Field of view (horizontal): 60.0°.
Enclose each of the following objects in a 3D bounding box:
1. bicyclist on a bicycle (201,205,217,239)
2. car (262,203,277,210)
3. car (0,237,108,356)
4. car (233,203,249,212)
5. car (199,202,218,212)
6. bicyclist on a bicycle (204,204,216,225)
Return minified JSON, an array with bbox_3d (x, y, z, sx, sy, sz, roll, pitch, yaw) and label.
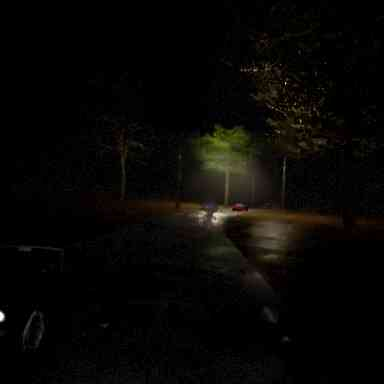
[{"bbox_3d":[0.928,1.702,18.038,0.866,1.612,1.509,2,0,1],"label":"bicyclist on a bicycle"},{"bbox_3d":[16.591,3.066,71.132,1.837,1.490,4.892,2,-1,37],"label":"car"},{"bbox_3d":[-3.072,1.605,6.206,1.895,1.301,4.718,2,-1,0],"label":"car"},{"bbox_3d":[8.230,2.601,55.529,1.994,1.385,4.181,2,-1,23],"label":"car"},{"bbox_3d":[2.550,2.276,49.880,1.812,1.442,4.674,2,-1,20],"label":"car"},{"bbox_3d":[1.496,1.852,27.610,0.866,1.612,1.509,2,-1,6],"label":"bicyclist on a bicycle"}]
